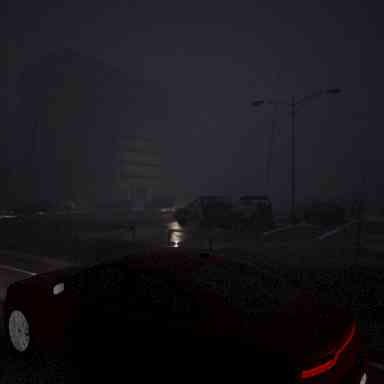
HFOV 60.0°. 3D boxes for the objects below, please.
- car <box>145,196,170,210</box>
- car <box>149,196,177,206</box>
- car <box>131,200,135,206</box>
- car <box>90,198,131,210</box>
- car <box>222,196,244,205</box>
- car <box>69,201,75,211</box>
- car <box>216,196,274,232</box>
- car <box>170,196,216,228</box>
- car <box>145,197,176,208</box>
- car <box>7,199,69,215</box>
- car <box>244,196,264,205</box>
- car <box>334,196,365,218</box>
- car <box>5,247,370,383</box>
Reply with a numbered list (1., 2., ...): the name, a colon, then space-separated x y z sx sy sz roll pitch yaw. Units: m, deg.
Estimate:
1. car: -4.324 1.526 44.153 1.812 1.442 4.674 0 0 34
2. car: -4.797 1.492 56.319 2.128 1.511 4.902 0 0 34
3. car: -10.505 1.547 47.882 2.033 1.411 5.357 0 0 33
4. car: -10.372 1.601 41.800 1.895 1.301 4.718 0 0 34
5. car: 7.642 1.491 62.013 2.128 1.511 4.902 0 0 34
6. car: -16.166 1.526 39.426 1.812 1.442 4.674 0 0 34
7. car: 3.321 1.156 19.057 1.905 1.878 3.866 0 0 34
8. car: 0.953 1.153 20.722 1.932 1.855 4.605 0 0 34
9. car: -4.698 1.492 50.230 2.128 1.511 4.902 0 0 34
10. car: -15.715 1.547 33.838 2.033 1.411 5.357 0 0 34
11. car: 11.509 1.526 61.496 1.812 1.442 4.674 0 0 34
12. car: 15.344 1.395 32.012 1.970 1.475 3.806 0 0 34
13. car: -0.520 1.478 4.360 5.008 1.535 1.882 0 0 35
